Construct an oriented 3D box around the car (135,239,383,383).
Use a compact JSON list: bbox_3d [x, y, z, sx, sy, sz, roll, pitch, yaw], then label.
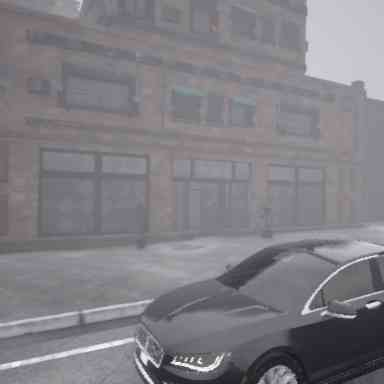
[{"bbox_3d":[1.676,1.466,4.521,4.892,1.490,1.837,0,0,-27],"label":"car"}]
